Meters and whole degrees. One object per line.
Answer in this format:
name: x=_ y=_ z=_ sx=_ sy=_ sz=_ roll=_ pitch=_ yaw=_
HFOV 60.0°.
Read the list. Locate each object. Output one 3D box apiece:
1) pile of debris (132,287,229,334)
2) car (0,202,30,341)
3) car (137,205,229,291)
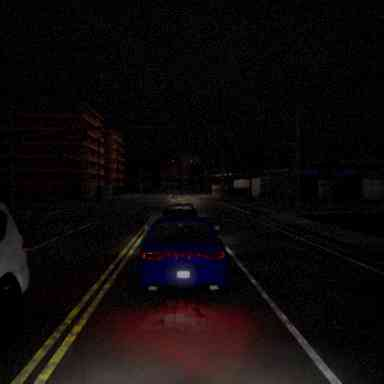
pile of debris: x=-0.212 y=2.075 z=6.035 sx=1.500 sy=0.140 sz=1.860 roll=0 pitch=1 yaw=-3
car: x=-3.695 y=1.163 z=3.311 sx=2.150 sy=2.045 sz=5.566 roll=0 pitch=1 yaw=-2
car: x=-0.252 y=1.335 z=8.648 sx=1.882 sy=1.535 sz=5.008 roll=0 pitch=1 yaw=-2
